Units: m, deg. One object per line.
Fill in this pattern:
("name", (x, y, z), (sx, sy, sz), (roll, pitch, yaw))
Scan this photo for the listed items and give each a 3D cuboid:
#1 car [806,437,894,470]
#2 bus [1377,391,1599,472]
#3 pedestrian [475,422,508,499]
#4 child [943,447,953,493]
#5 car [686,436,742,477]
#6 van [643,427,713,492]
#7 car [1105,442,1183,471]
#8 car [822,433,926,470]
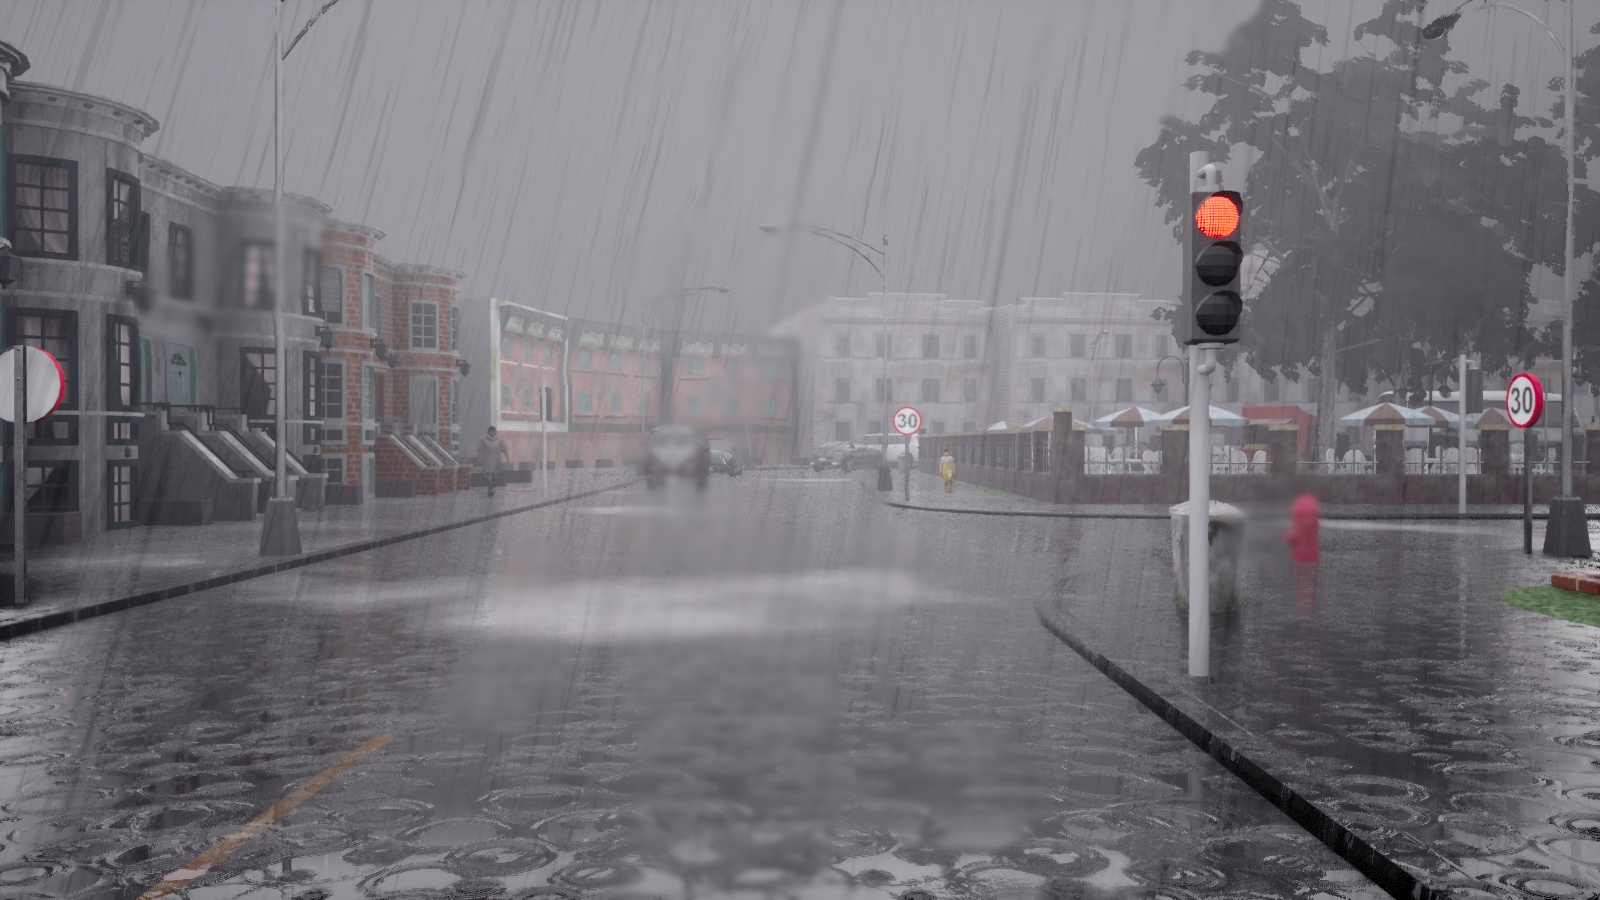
("car", (2.661, 0.157, 65.844), (2.152, 1.651, 5.027), (0, 0, 36))
("bus", (37.046, -0.981, 67.498), (10.273, 4.253, 3.944), (0, 0, 0))
("pedestrian", (-7.950, 0.267, 32.369), (0.659, 1.952, 0.873), (0, 0, -25))
("child", (4.063, 0.545, 34.496), (0.270, 1.263, 0.437), (0, 0, 10))
("car", (-3.820, 0.283, 56.464), (2.097, 1.767, 4.553), (0, 0, 2))
("van", (-3.858, 0.268, 40.407), (1.775, 1.987, 4.442), (0, 0, 0))
("car", (18.467, 0.359, 67.540), (3.705, 1.549, 1.789), (0, 0, 0))
("car", (4.152, 0.069, 71.141), (5.566, 2.045, 2.150), (0, 0, -9))
